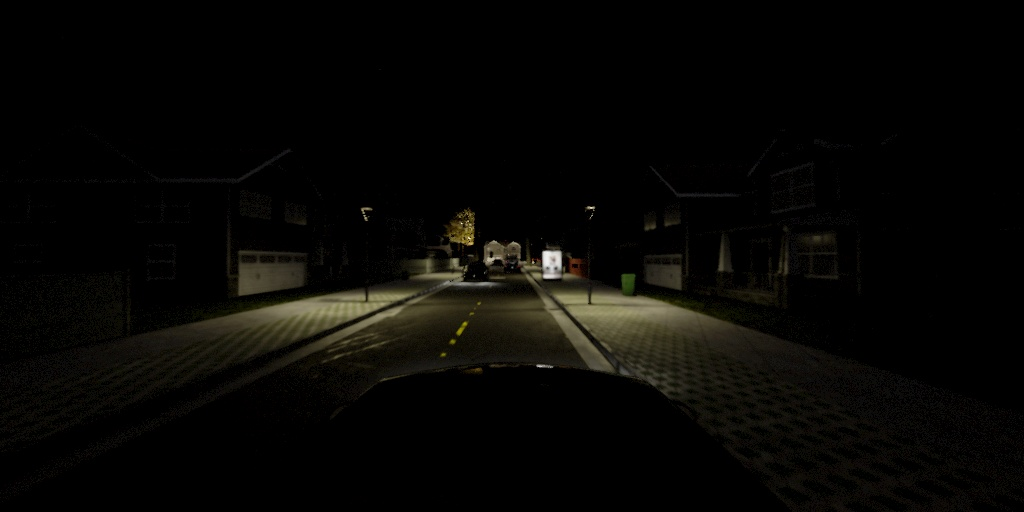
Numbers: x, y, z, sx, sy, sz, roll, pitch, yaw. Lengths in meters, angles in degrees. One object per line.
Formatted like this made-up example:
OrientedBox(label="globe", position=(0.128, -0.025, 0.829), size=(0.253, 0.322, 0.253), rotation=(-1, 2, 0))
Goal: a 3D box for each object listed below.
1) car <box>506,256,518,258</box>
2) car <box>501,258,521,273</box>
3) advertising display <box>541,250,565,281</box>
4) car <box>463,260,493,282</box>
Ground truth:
OrientedBox(label="car", position=(-0.011, 0.952, 52.776), size=(2.150, 2.045, 5.566), rotation=(0, 0, 0))
OrientedBox(label="car", position=(0.048, 1.299, 42.728), size=(1.994, 1.385, 4.181), rotation=(0, 0, 1))
OrientedBox(label="advertising display", position=(3.004, 0.769, 26.734), size=(1.540, 2.440, 0.280), rotation=(0, 0, 0))
OrientedBox(label="car", position=(-2.852, 1.246, 29.325), size=(1.837, 1.490, 4.892), rotation=(0, 0, 0))
